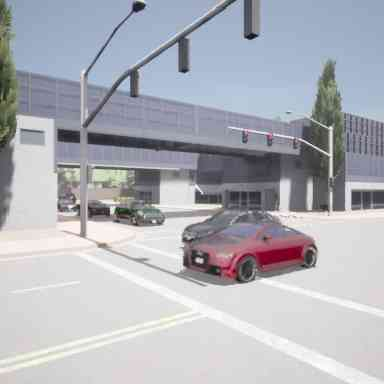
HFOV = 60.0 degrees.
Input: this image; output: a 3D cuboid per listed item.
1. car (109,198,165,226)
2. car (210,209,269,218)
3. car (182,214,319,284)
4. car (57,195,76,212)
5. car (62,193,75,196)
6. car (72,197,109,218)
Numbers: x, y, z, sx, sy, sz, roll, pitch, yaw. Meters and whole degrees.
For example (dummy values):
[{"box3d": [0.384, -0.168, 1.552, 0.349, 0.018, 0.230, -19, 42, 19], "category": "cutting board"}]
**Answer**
[{"box3d": [-3.795, 1.352, 23.535, 2.097, 1.767, 4.553, 0, 0, -36], "category": "car"}, {"box3d": [1.822, 1.505, 14.050, 4.892, 1.490, 1.837, 0, 0, -37], "category": "car"}, {"box3d": [1.793, 1.564, 9.679, 4.181, 1.385, 1.994, 0, 0, -36], "category": "car"}, {"box3d": [-14.826, 1.492, 38.692, 2.128, 1.511, 4.902, 0, 0, -36], "category": "car"}, {"box3d": [-23.692, 1.221, 63.071, 2.150, 2.045, 5.566, 0, 0, -36], "category": "car"}, {"box3d": [-9.245, 1.478, 31.020, 1.882, 1.535, 5.008, 0, 0, -36], "category": "car"}]
